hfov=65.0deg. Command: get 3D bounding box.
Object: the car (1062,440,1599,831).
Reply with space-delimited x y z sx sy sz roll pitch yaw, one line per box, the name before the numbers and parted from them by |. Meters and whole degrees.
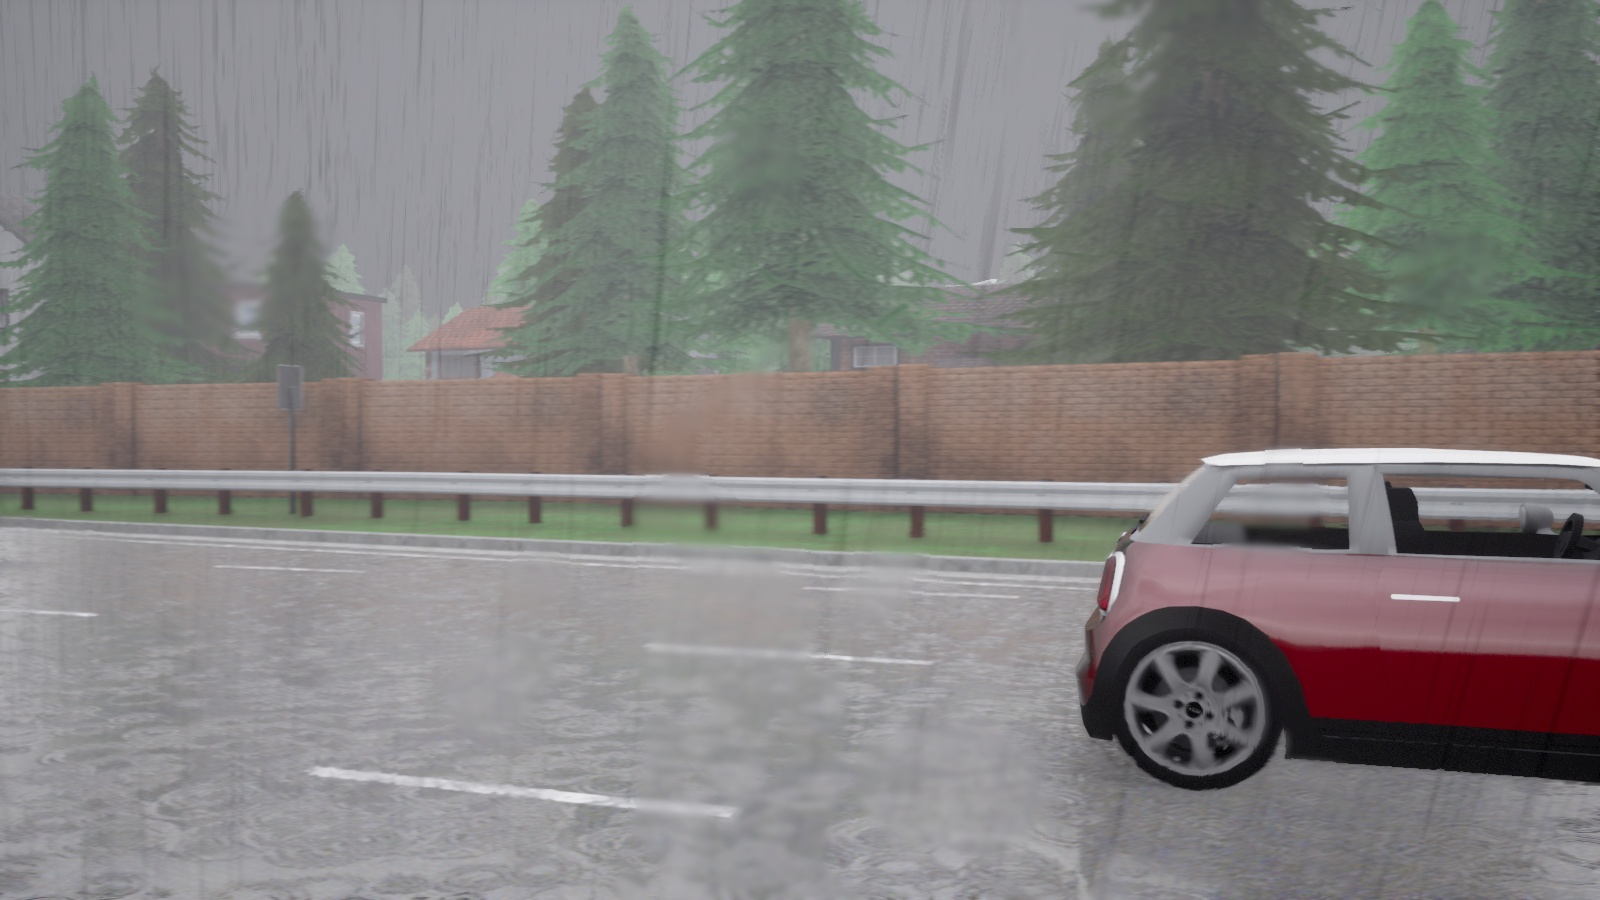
car | 3.264 0.712 5.787 3.806 1.475 1.970 1 1 19
